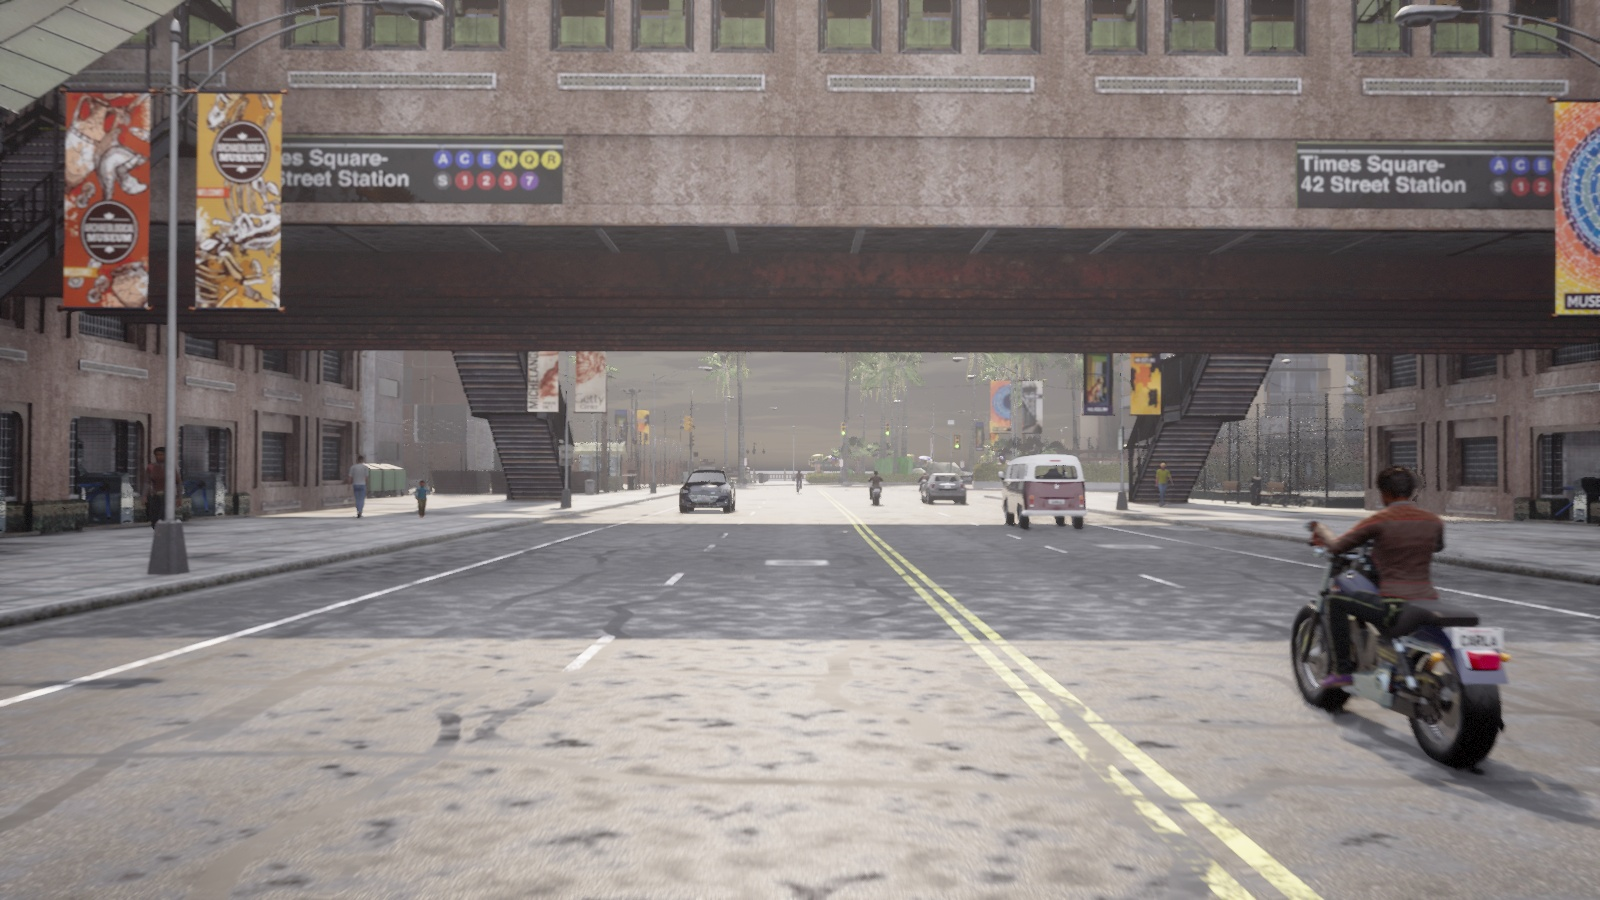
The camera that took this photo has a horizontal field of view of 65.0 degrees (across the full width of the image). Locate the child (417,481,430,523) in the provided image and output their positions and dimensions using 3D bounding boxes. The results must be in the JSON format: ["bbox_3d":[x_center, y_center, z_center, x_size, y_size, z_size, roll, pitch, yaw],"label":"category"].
[{"bbox_3d":[-10.910,1.504,36.376,0.343,1.192,0.448,0,-1,-20],"label":"child"}]

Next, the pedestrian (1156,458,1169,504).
[{"bbox_3d":[14.741,1.267,51.078,0.354,1.836,0.706,0,-1,1],"label":"pedestrian"}]

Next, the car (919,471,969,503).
[{"bbox_3d":[7.002,1.781,61.490,1.970,1.475,3.806,0,-1,0],"label":"car"}]

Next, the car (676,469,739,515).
[{"bbox_3d":[-3.473,1.559,47.808,2.033,1.649,4.856,0,-1,0],"label":"car"}]

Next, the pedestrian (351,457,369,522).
[{"bbox_3d":[-12.674,1.128,36.212,0.354,1.836,0.706,0,-1,-8],"label":"pedestrian"}]

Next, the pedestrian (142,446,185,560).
[{"bbox_3d":[-10.313,0.853,20.359,0.328,1.805,0.869,0,-1,-6],"label":"pedestrian"}]

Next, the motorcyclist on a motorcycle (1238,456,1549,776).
[{"bbox_3d":[3.476,0.880,7.669,0.766,1.649,2.350,0,-1,0],"label":"motorcyclist on a motorcycle"}]

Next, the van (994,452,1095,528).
[{"bbox_3d":[6.982,1.118,36.316,2.069,2.038,4.480,0,-1,0],"label":"van"}]
